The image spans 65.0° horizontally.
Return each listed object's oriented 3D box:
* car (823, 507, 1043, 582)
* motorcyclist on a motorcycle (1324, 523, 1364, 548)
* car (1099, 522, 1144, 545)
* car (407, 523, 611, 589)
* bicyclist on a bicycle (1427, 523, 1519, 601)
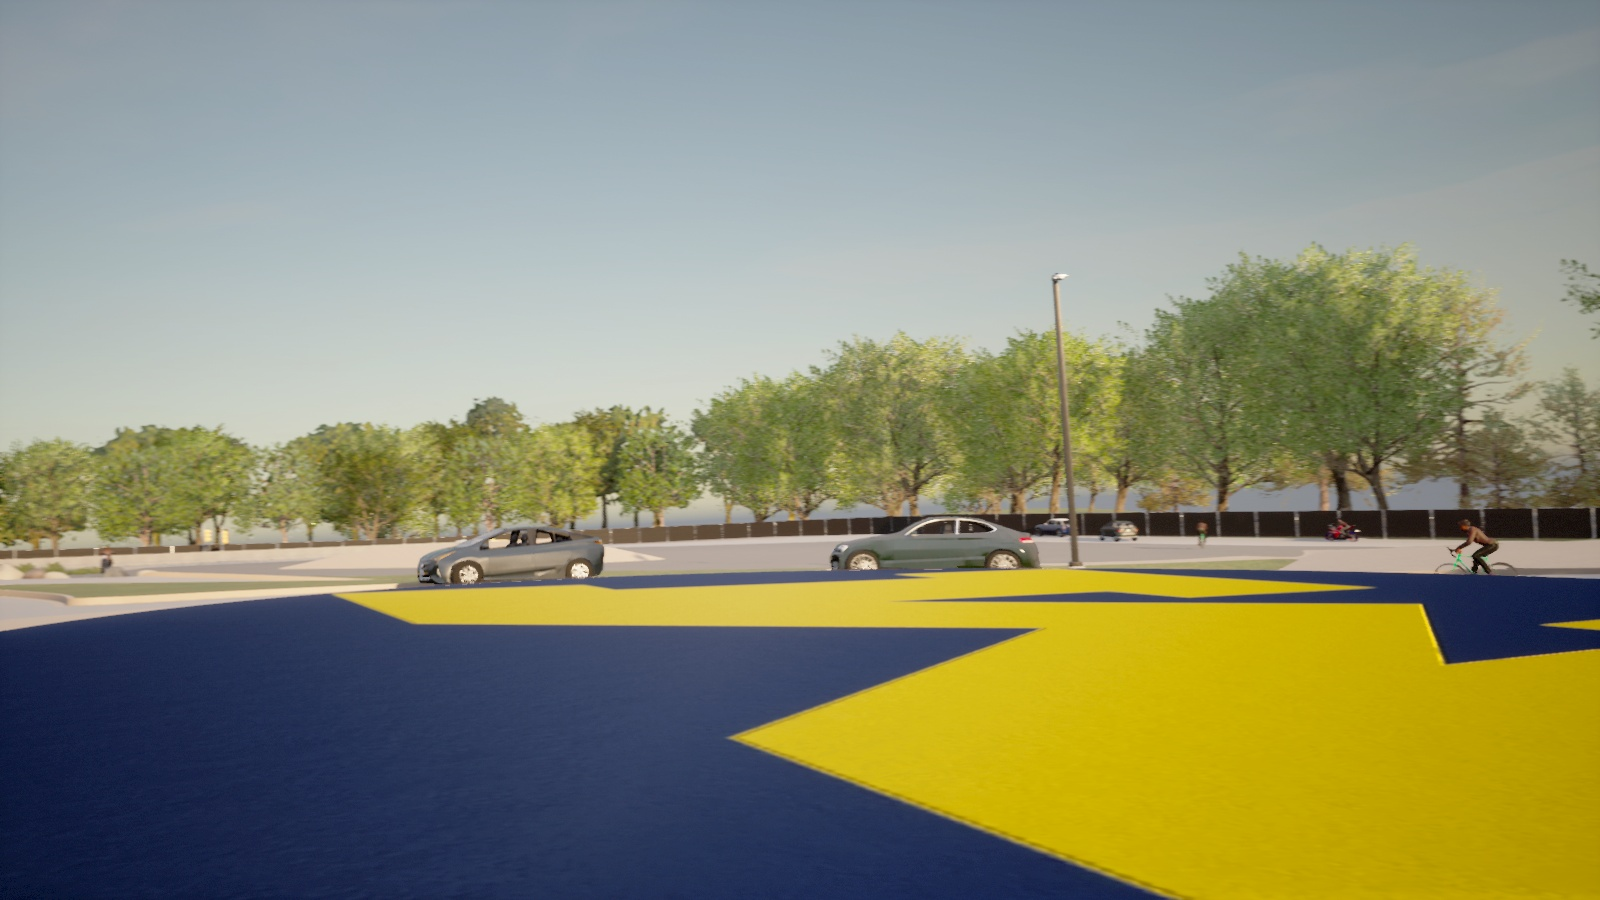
[{"bbox_3d":[3.109,2.303,30.215,5.027,1.651,2.152,1,-6,0],"label":"car"},{"bbox_3d":[36.177,5.674,83.548,0.866,1.530,2.191,-1,-2,-39],"label":"motorcyclist on a motorcycle"},{"bbox_3d":[24.272,6.302,94.855,1.789,1.549,3.705,-2,-1,-11],"label":"car"},{"bbox_3d":[-7.192,2.598,31.162,4.514,1.525,2.007,2,-5,-32],"label":"car"},{"bbox_3d":[14.471,2.419,27.050,1.656,1.620,0.582,-3,-8,28],"label":"bicyclist on a bicycle"}]
